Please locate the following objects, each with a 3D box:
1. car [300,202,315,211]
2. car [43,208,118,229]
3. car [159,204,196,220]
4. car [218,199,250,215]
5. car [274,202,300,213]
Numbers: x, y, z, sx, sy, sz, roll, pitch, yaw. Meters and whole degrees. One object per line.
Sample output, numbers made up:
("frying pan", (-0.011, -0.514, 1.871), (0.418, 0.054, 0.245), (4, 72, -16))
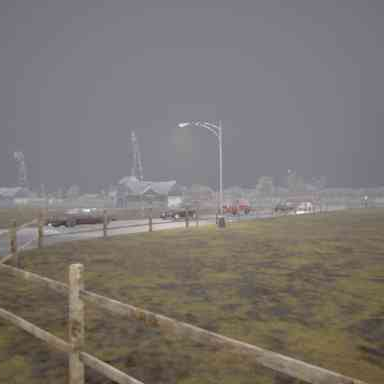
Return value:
("car", (19.449, 2.455, 56.335), (1.812, 1.442, 4.674), (-2, -2, 36))
("car", (-7.967, 1.848, 24.403), (2.033, 1.411, 5.357), (-2, -2, 36))
("car", (-1.338, 1.991, 33.662), (1.837, 1.490, 4.892), (-2, -2, 35))
("car", (5.595, 1.912, 43.347), (2.150, 2.045, 5.566), (-2, -2, 36))
("car", (13.429, 2.244, 47.932), (1.837, 1.490, 4.892), (-2, -2, 36))
